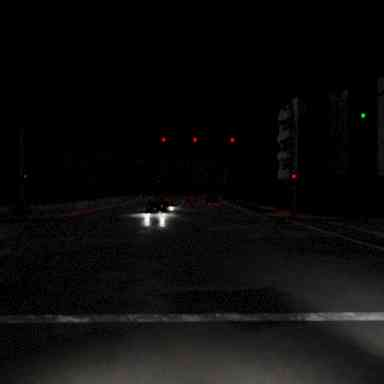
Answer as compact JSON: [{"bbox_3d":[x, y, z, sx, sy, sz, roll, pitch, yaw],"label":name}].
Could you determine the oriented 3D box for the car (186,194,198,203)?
[{"bbox_3d":[0.008,1.063,58.605,2.097,1.767,4.553,0,0,0],"label":"car"}]

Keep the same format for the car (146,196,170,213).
[{"bbox_3d":[-3.578,1.356,34.446,1.812,1.442,4.674,0,0,0],"label":"car"}]

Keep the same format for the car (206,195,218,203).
[{"bbox_3d":[3.508,1.236,58.649,1.812,1.442,4.674,0,0,0],"label":"car"}]

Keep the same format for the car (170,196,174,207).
[{"bbox_3d":[-3.561,1.246,46.923,1.882,1.535,5.008,0,0,0],"label":"car"}]
